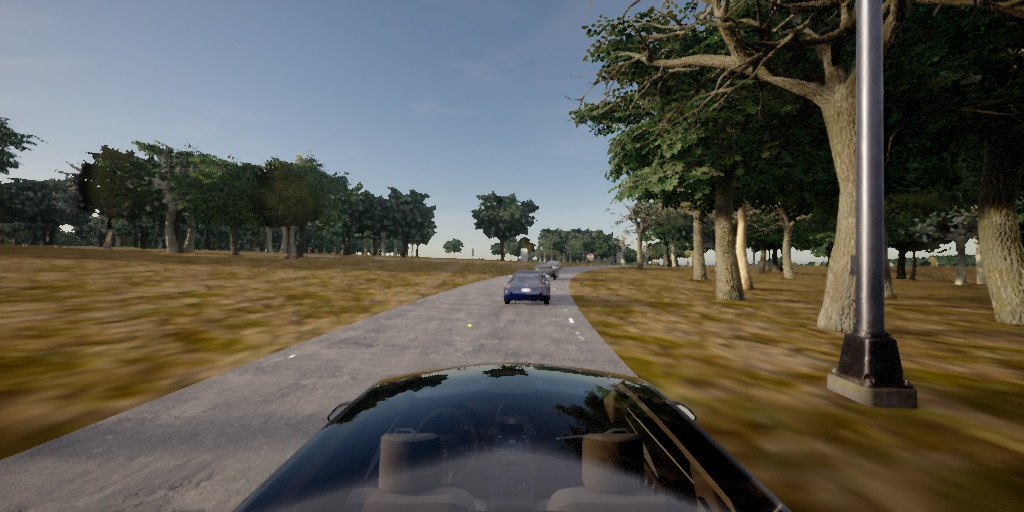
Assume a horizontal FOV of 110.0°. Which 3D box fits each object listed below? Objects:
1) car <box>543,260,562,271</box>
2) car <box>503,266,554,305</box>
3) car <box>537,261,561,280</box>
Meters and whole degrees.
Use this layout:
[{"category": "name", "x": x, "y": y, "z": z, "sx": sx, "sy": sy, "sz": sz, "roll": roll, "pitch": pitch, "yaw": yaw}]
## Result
[{"category": "car", "x": 5.918, "y": 1.389, "z": 51.945, "sx": 1.812, "sy": 1.442, "sz": 4.674, "roll": -1, "pitch": 0, "yaw": 20}, {"category": "car", "x": 0.759, "y": 1.332, "z": 16.283, "sx": 1.994, "sy": 1.385, "sz": 4.181, "roll": 0, "pitch": 0, "yaw": 6}, {"category": "car", "x": 3.039, "y": 1.272, "z": 30.952, "sx": 2.128, "sy": 1.511, "sz": 4.902, "roll": 0, "pitch": 0, "yaw": 12}]
